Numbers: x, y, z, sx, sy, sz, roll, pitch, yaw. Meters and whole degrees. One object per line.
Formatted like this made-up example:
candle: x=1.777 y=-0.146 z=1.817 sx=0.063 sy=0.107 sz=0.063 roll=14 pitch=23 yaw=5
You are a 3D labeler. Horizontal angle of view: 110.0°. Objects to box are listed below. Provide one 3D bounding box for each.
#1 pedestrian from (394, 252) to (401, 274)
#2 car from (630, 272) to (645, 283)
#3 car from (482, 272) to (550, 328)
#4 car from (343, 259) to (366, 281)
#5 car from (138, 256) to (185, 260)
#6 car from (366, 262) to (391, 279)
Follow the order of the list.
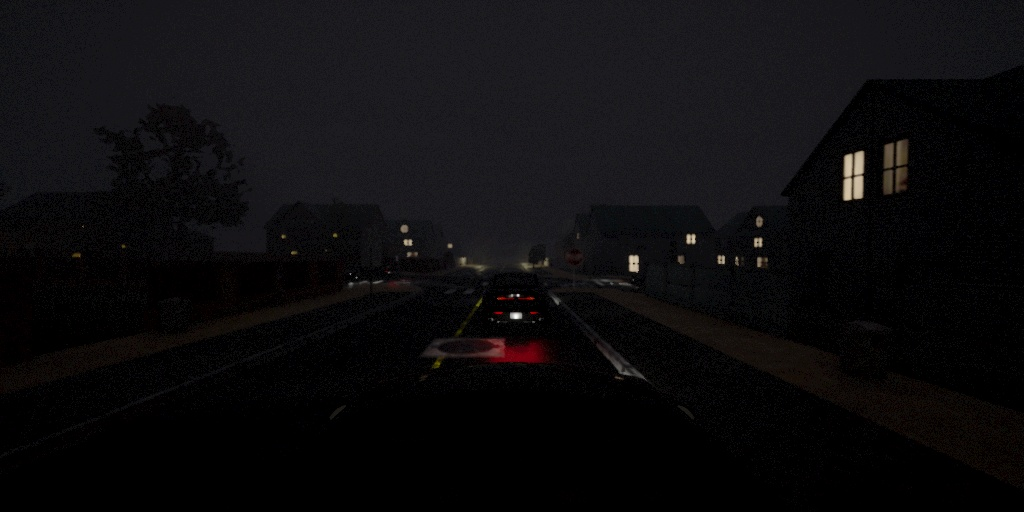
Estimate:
pedestrian: x=-9.685 y=0.548 z=30.292 sx=0.375 sy=1.860 sz=0.375 roll=0 pitch=0 yaw=1
car: x=11.827 y=1.479 z=27.070 sx=5.357 sy=1.411 sz=2.033 roll=1 pitch=1 yaw=1
car: x=0.100 y=1.230 z=11.304 sx=1.837 sy=1.490 sz=4.892 roll=0 pitch=0 yaw=0
car: x=-13.249 y=1.030 z=24.498 sx=5.357 sy=1.411 sz=2.033 roll=1 pitch=1 yaw=1
car: x=-23.762 y=0.774 z=24.664 sx=4.892 sy=1.490 sz=1.837 roll=1 pitch=1 yaw=1
car: x=-11.778 y=0.942 z=27.419 sx=4.892 sy=1.490 sz=1.837 roll=1 pitch=0 yaw=2
